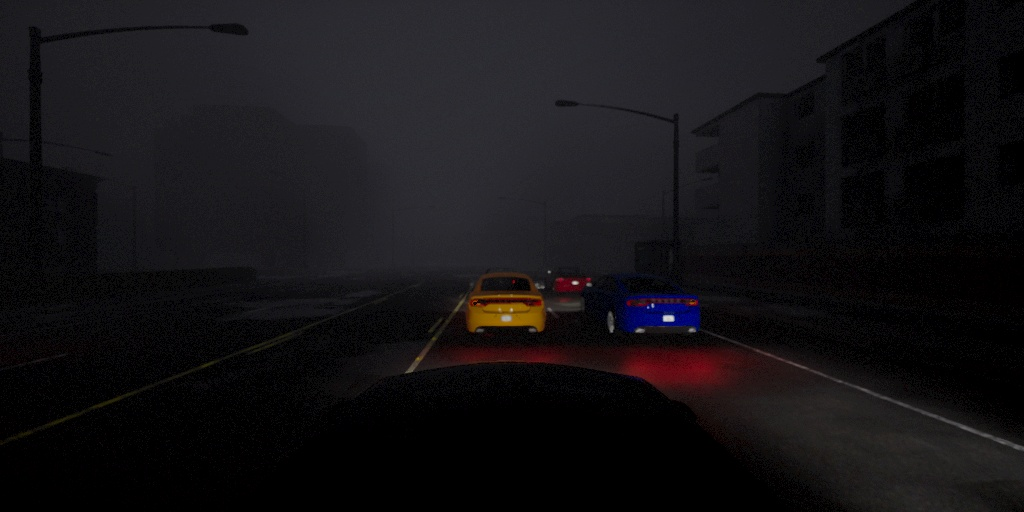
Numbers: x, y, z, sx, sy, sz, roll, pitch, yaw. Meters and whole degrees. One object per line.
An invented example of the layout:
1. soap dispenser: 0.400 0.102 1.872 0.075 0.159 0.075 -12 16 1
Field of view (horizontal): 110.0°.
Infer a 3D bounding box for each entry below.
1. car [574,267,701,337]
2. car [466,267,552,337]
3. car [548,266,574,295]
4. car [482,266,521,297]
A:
1. car: 3.292 1.190 10.194 1.882 1.535 5.008 0 0 -2
2. car: -0.202 1.191 10.247 1.882 1.535 5.008 0 0 -2
3. car: 2.908 1.238 19.077 1.994 1.385 4.181 0 0 -3
4. car: -0.620 1.275 19.533 1.895 1.301 4.718 0 0 -3
